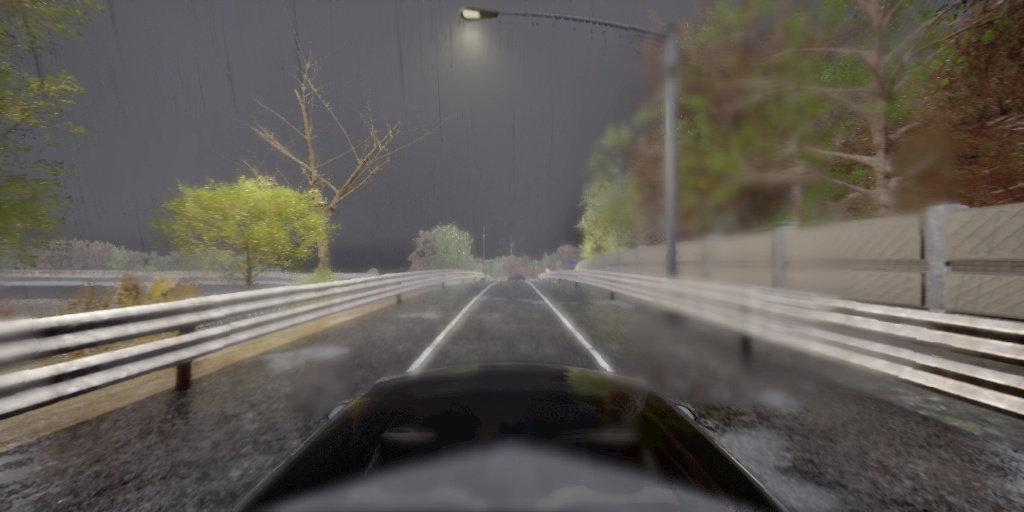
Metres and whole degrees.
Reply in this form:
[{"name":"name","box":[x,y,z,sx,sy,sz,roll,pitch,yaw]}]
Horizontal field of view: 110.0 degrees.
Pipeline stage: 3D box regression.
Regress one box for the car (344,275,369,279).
[{"name":"car","box":[-25.207,3.479,58.811,4.181,1.385,1.994,3,-5,-35]}]
